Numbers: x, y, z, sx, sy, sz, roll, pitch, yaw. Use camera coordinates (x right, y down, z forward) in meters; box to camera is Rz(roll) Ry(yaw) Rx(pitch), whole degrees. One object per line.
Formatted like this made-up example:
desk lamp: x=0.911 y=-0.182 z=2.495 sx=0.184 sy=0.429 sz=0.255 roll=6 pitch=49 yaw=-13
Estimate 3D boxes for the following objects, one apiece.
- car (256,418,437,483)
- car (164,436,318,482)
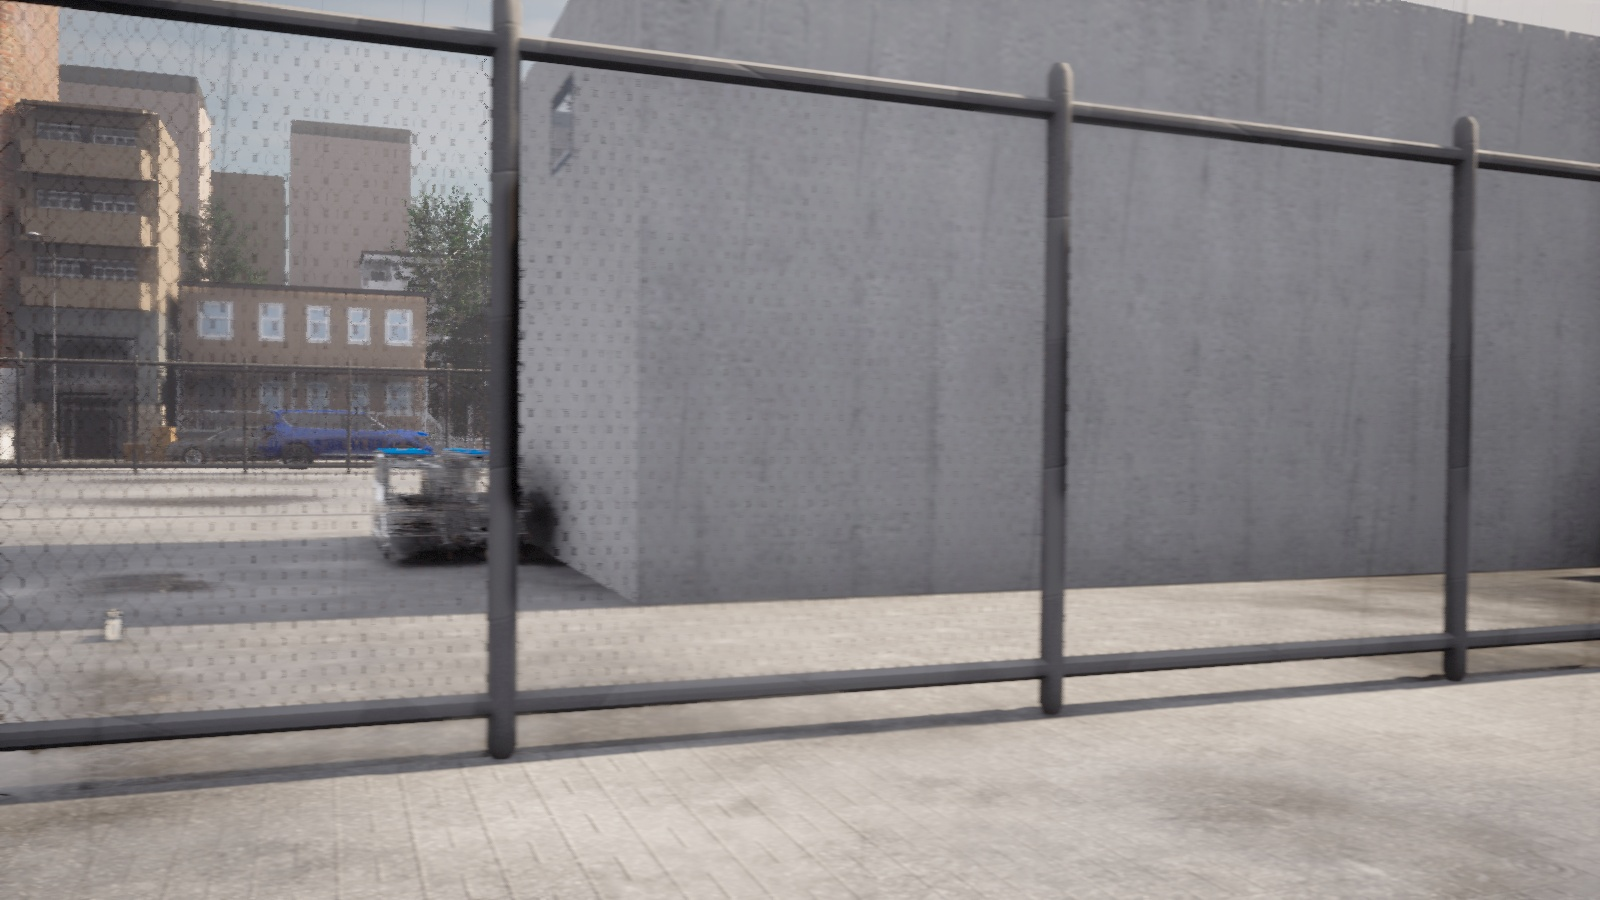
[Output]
car: x=-15.168 y=-0.006 z=42.239 sx=5.566 sy=2.045 sz=2.150 roll=-1 pitch=1 yaw=-19
car: x=-19.802 y=0.289 z=44.726 sx=4.892 sy=1.490 sz=1.837 roll=-1 pitch=1 yaw=-21
